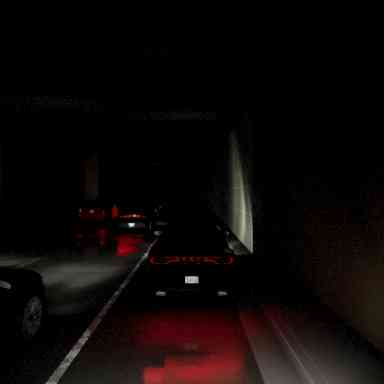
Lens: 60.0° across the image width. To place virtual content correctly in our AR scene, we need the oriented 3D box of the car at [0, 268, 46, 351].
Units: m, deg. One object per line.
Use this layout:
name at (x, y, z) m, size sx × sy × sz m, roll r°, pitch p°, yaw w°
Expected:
car at (-3.295, 1.491, 3.522) m, size 2.128 × 1.511 × 4.902 m, roll 0°, pitch 0°, yaw 0°

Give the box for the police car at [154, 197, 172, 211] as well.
police car at (-3.395, 1.425, 37.978) m, size 1.930 × 1.638 × 5.238 m, roll 0°, pitch 0°, yaw 0°

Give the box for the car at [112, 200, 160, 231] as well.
car at (-3.295, 1.505, 20.543) m, size 1.837 × 1.490 × 4.892 m, roll 0°, pitch 0°, yaw 0°

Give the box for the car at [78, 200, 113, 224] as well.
car at (-6.795, 1.352, 24.685) m, size 2.097 × 1.767 × 4.553 m, roll 0°, pitch 0°, yaw 0°

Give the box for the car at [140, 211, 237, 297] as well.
car at (-0.006, 1.477, 8.650) m, size 1.882 × 1.535 × 5.008 m, roll 0°, pitch 0°, yaw 0°
